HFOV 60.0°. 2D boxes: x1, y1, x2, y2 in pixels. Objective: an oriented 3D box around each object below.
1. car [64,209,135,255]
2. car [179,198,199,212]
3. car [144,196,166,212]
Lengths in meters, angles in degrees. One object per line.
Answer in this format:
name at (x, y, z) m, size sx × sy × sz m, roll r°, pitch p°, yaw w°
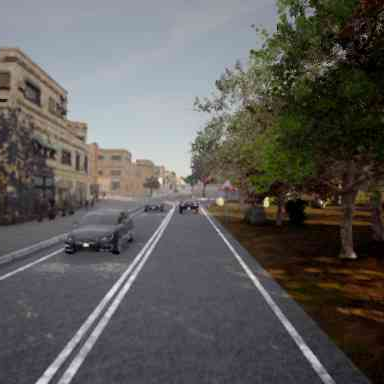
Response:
car at (-3.442, 1.459, 13.142) m, size 1.837 × 1.490 × 4.892 m, roll 0°, pitch 0°, yaw -1°
car at (-0.346, 1.293, 33.765) m, size 1.895 × 1.301 × 4.718 m, roll 0°, pitch -1°, yaw -2°
car at (-3.700, 1.245, 33.947) m, size 1.837 × 1.490 × 4.892 m, roll 0°, pitch 1°, yaw -1°
